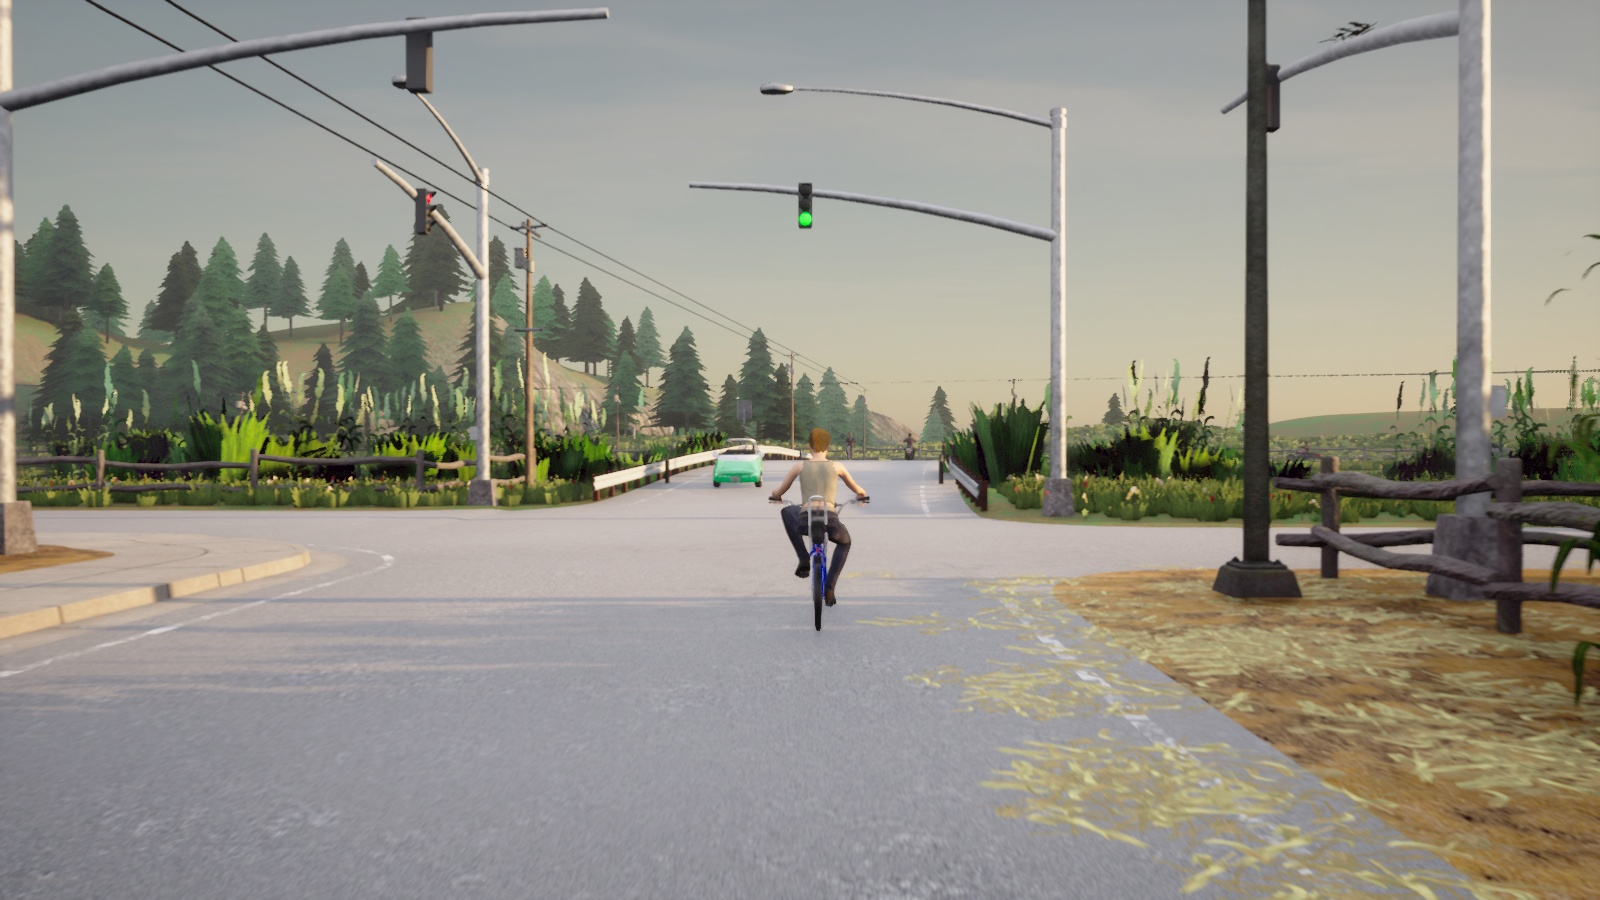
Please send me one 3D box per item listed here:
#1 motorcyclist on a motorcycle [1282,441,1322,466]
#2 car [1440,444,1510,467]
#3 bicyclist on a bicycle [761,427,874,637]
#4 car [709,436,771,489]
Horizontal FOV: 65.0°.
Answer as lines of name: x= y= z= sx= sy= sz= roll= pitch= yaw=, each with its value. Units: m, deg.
motorcyclist on a motorcycle: x=33.272 y=0.256 z=83.258 sx=2.350 sy=1.649 sz=0.766 roll=0 pitch=0 yaw=6
car: x=44.108 y=0.335 z=82.097 sx=3.633 sy=1.501 sz=1.845 roll=0 pitch=0 yaw=6
bicyclist on a bicycle: x=0.157 y=0.625 z=10.380 sx=0.866 sy=1.612 sz=1.509 roll=0 pitch=0 yaw=2
car: x=-1.711 y=0.333 z=36.317 sx=1.481 sy=1.376 sz=2.207 roll=0 pitch=4 yaw=6
